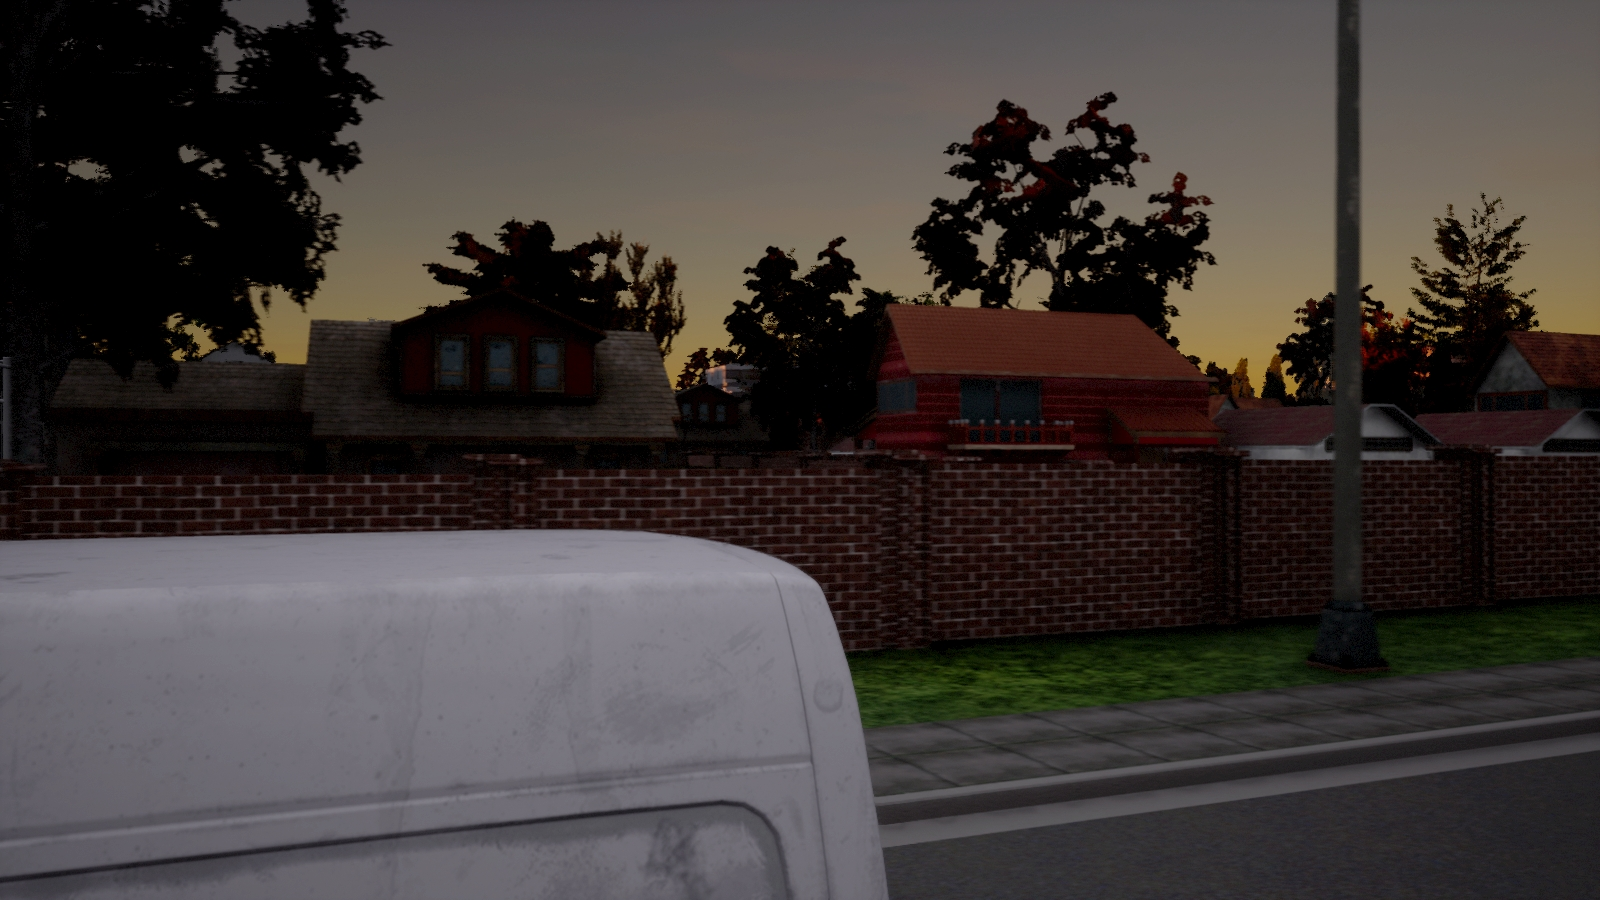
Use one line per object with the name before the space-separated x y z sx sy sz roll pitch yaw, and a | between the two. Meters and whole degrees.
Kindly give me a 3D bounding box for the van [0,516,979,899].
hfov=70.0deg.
van | -2.746 1.527 2.295 5.915 2.561 1.988 0 0 -20
